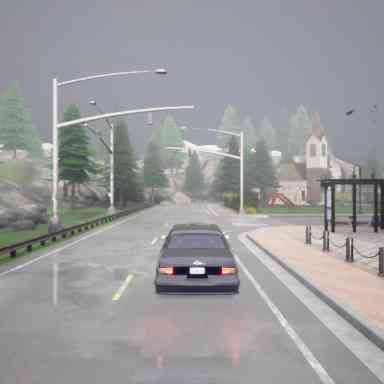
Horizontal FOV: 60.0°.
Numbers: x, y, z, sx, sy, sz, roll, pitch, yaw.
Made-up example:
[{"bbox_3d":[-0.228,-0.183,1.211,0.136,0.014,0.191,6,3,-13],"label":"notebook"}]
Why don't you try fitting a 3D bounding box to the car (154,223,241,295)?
[{"bbox_3d":[0.098,1.547,8.849,2.033,1.411,5.357,0,0,0],"label":"car"}]
